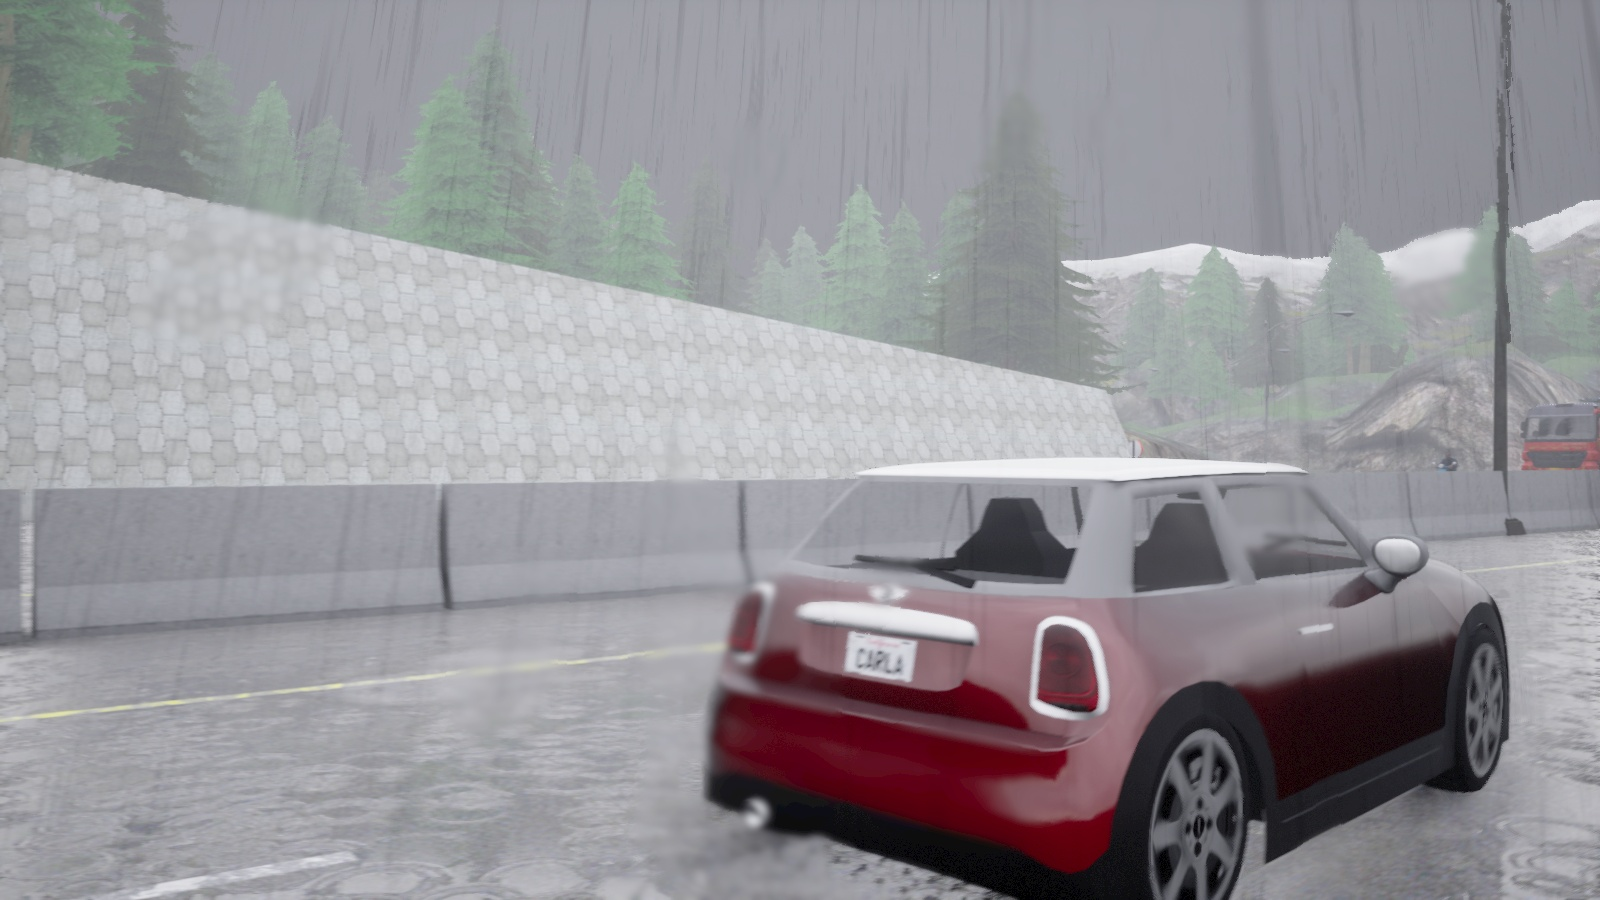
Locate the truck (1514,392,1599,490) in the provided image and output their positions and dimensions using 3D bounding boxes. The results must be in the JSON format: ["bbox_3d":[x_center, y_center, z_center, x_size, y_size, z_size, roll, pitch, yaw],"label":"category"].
[{"bbox_3d":[33.518,-0.362,52.578,8.468,3.827,2.891,0,0,-35],"label":"truck"}]

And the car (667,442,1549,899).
[{"bbox_3d":[1.542,0.720,5.368,3.806,1.475,1.970,0,0,-45],"label":"car"}]
